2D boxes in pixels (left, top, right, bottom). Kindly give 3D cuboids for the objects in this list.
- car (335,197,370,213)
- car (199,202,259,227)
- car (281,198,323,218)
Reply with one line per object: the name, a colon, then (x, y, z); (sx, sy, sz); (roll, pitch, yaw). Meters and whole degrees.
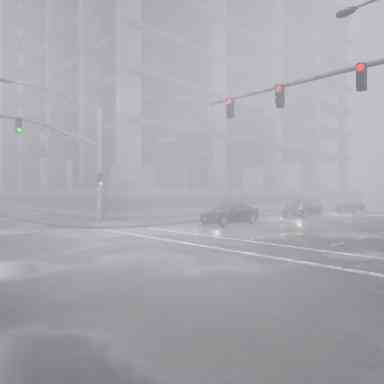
car: (18.073, 1.601, 37.878); (4.718, 1.301, 1.895); (0, 0, -44)
car: (2.628, 1.478, 23.104); (5.008, 1.535, 1.882); (0, 0, -44)
car: (10.019, 1.352, 30.175); (4.553, 1.767, 2.097); (0, 0, -44)
